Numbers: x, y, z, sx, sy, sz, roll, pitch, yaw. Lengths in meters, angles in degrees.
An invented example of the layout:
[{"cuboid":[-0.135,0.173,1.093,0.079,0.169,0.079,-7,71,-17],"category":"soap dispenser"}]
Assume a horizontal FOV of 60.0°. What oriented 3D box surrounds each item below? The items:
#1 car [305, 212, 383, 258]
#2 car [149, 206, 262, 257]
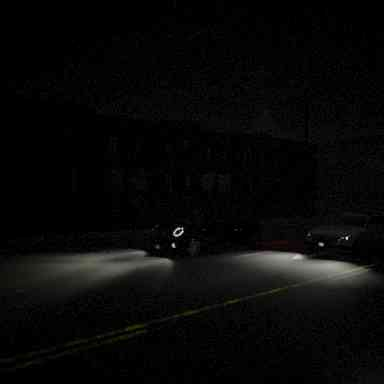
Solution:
[{"cuboid":[6.327,1.536,12.873,4.674,1.442,1.812,0,0,-37],"category":"car"},{"cuboid":[0.599,1.359,13.064,4.553,1.767,2.097,0,0,-36],"category":"car"}]
